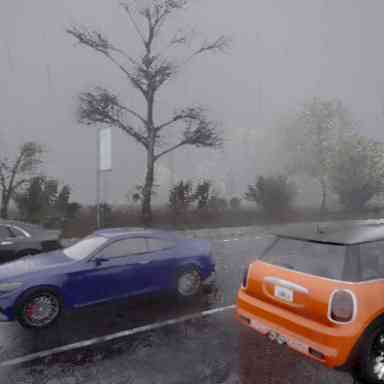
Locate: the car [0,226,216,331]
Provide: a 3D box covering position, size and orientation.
[{"bbox_3d":[-1.625,1.502,6.925,4.674,1.442,1.812,0,0,-34],"label":"car"}]

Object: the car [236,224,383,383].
[{"bbox_3d":[2.978,1.344,5.495,4.553,1.767,2.097,0,0,-33],"label":"car"}]

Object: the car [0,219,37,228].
[{"bbox_3d":[-5.775,1.467,8.325,4.892,1.490,1.837,0,0,-34],"label":"car"}]
